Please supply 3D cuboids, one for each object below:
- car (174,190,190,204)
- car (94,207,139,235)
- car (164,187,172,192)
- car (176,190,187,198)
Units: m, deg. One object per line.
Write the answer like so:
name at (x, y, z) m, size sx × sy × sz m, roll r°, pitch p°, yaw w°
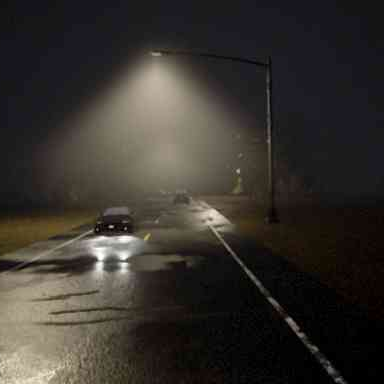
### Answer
car at (-1.344, 0.799, 43.250) m, size 1.994 × 1.385 × 4.181 m, roll -1°, pitch 2°, yaw -2°
car at (-4.164, 1.546, 18.906) m, size 1.994 × 1.385 × 4.181 m, roll -1°, pitch 1°, yaw -2°
car at (-6.932, -0.711, 95.211) m, size 1.837 × 1.490 × 4.892 m, roll -1°, pitch 2°, yaw -2°
car at (-2.019, 0.285, 61.870) m, size 1.895 × 1.301 × 4.718 m, roll -1°, pitch 2°, yaw -2°
